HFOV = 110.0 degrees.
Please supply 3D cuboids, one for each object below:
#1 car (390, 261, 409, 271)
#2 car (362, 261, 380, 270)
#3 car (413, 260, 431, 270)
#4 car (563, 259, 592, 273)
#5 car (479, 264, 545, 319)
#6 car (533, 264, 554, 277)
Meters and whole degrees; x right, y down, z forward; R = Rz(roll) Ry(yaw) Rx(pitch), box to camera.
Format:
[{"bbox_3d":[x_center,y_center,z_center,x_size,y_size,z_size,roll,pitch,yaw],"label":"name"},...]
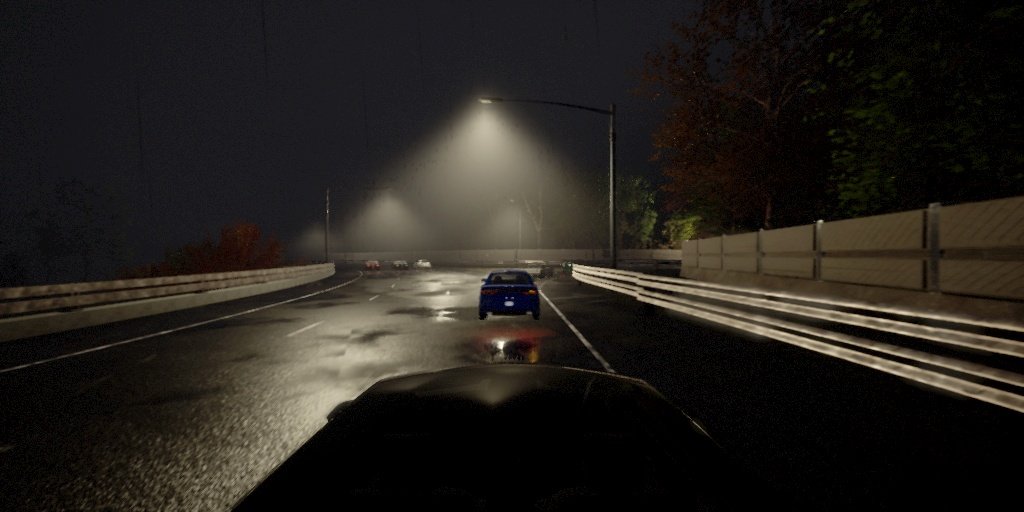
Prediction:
[{"bbox_3d":[-16.094,1.375,51.144,1.895,1.301,4.718,0,0,-27],"label":"car"},{"bbox_3d":[-20.297,1.385,51.553,1.895,1.301,4.718,0,0,-29],"label":"car"},{"bbox_3d":[-13.419,1.292,53.422,1.812,1.442,4.674,0,0,-28],"label":"car"},{"bbox_3d":[7.704,1.070,41.821,2.097,1.767,4.553,0,0,35],"label":"car"},{"bbox_3d":[-0.099,1.224,12.815,1.882,1.535,5.008,0,0,0],"label":"car"},{"bbox_3d":[2.337,1.335,31.872,1.895,1.301,4.718,0,0,20],"label":"car"}]
